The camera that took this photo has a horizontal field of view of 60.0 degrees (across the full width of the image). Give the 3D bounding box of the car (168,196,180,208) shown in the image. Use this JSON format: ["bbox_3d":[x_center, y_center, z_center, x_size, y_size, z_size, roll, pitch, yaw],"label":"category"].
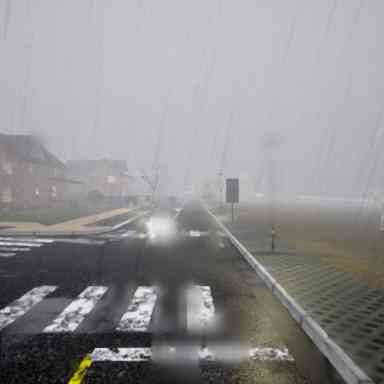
[{"bbox_3d":[-2.884,1.345,48.929,2.097,1.767,4.553,0,0,0],"label":"car"}]

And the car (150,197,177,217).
[{"bbox_3d":[-2.837,1.486,31.356,2.128,1.511,4.902,0,0,0],"label":"car"}]
